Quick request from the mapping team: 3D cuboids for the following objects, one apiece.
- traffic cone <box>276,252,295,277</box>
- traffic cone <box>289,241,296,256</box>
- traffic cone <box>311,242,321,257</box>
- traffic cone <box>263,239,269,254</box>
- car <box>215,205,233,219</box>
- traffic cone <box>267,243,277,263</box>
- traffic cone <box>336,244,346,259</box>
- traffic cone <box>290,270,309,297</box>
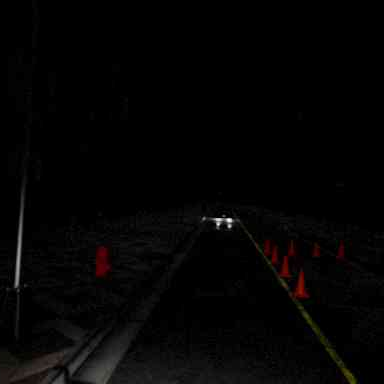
[{"bbox_3d":[2.814,2.221,10.018,0.340,0.580,0.340,3,-1,5],"label":"traffic cone"},{"bbox_3d":[4.174,2.338,13.908,0.340,0.580,0.340,3,-1,5],"label":"traffic cone"},{"bbox_3d":[5.169,2.388,13.816,0.340,0.580,0.340,3,-1,5],"label":"traffic cone"},{"bbox_3d":[3.180,2.289,14.001,0.340,0.580,0.340,3,-1,5],"label":"traffic cone"},{"bbox_3d":[3.679,2.225,38.070,2.033,1.411,5.357,3,-1,5],"label":"car"},{"bbox_3d":[2.997,2.254,12.009,0.340,0.580,0.340,3,-1,5],"label":"traffic cone"},{"bbox_3d":[6.165,2.438,13.724,0.340,0.580,0.340,3,-1,5],"label":"traffic cone"},{"bbox_3d":[2.631,2.187,8.026,0.340,0.580,0.340,3,-1,5],"label":"traffic cone"}]
